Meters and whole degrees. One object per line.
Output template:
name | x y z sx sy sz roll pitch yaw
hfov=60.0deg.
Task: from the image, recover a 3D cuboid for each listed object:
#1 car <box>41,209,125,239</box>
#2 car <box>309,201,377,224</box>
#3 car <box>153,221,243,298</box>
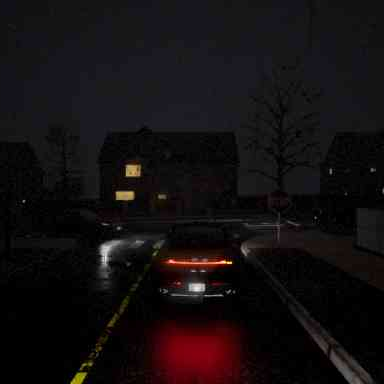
car | -5.751 1.623 17.397 4.674 1.442 1.812 -3 -1 24
car | 10.210 1.295 21.646 4.718 1.301 1.895 -1 1 -1
car | 0.187 1.505 8.520 1.837 1.490 4.892 0 0 2
